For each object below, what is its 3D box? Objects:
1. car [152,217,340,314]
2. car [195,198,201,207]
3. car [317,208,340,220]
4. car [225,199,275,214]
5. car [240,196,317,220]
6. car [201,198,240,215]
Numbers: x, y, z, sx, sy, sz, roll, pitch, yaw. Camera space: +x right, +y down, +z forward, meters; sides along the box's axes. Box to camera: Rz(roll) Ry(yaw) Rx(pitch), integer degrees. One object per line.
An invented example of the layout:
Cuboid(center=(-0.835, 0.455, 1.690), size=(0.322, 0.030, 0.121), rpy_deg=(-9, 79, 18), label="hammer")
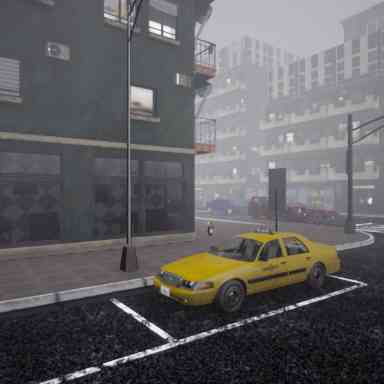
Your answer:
Cuboid(center=(1.459, 1.526, 7.604), size=(4.829, 1.417, 1.752), rpy_deg=(0, 0, -36), label="car")
Cuboid(center=(-0.056, 1.470, 48.665), size=(1.802, 1.307, 4.206), rpy_deg=(0, 0, -36), label="car")
Cuboid(center=(9.048, 1.556, 26.251), size=(1.895, 1.301, 4.718), rpy_deg=(0, 0, -37), label="car")
Cuboid(center=(6.105, 1.474, 35.713), size=(2.033, 1.411, 5.357), rpy_deg=(0, 0, -36), label="car")
Cuboid(center=(6.454, 1.267, 25.398), size=(2.192, 1.841, 5.009), rpy_deg=(0, 0, -36), label="car")
Cuboid(center=(3.451, 1.403, 33.951), size=(1.882, 1.535, 5.008), rpy_deg=(0, 0, -36), label="car")
